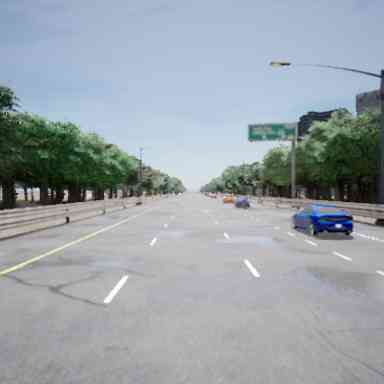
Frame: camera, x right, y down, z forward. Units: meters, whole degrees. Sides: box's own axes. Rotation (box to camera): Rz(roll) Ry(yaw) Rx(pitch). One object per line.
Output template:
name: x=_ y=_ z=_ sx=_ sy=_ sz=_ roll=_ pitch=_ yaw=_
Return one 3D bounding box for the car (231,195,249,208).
car: x=7.105 y=1.504 z=47.901 sx=1.812 sy=1.442 sz=4.674 roll=0 pitch=0 yaw=0

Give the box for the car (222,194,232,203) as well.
car: x=7.166 y=1.306 z=65.950 sx=2.097 sy=1.767 sz=4.553 roll=0 pitch=0 yaw=0

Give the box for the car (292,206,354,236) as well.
car: x=7.017 y=1.492 z=18.394 sx=1.882 sy=1.535 sz=5.008 roll=0 pitch=0 yaw=0
